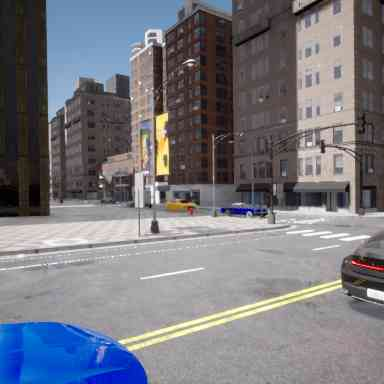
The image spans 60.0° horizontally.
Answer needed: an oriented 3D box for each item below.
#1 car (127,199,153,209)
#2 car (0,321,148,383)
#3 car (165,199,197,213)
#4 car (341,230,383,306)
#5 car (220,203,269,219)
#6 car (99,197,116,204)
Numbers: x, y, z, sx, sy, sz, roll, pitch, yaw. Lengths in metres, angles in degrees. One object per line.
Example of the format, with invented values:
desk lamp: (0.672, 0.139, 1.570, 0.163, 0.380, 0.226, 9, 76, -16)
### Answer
car: (-7.629, 1.715, 48.440, 2.033, 1.411, 5.357, -1, 1, -36)
car: (-2.577, 1.478, 1.603, 5.008, 1.535, 1.882, 0, 0, -35)
car: (-1.359, 1.608, 39.539, 1.882, 1.535, 5.008, -1, 0, -35)
car: (5.114, 1.504, 7.092, 4.892, 1.490, 1.837, 0, 0, -36)
car: (4.819, 1.695, 30.766, 1.895, 1.301, 4.718, -1, 0, -35)
car: (-17.192, 1.742, 67.583, 2.033, 1.411, 5.357, -1, 0, -35)
